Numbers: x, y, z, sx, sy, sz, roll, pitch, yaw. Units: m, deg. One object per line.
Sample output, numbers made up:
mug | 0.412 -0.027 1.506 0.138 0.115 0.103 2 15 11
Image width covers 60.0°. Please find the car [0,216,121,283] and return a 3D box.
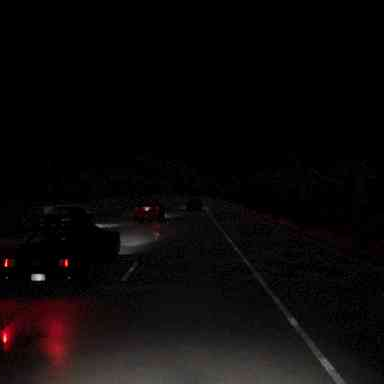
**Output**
car | -3.399 1.595 9.585 1.895 1.301 4.718 0 0 0

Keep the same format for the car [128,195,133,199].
car | -12.825 1.547 77.386 1.895 1.301 4.718 0 0 2

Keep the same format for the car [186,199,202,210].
car | 0.308 1.537 42.851 1.994 1.385 4.181 0 0 1

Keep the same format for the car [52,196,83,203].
car | -14.012 1.483 36.637 1.837 1.490 4.892 0 0 1

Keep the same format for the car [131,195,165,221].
car | -3.394 1.335 27.312 2.097 1.767 4.553 0 0 0

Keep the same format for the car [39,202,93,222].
car | -6.897 1.514 18.656 1.812 1.442 4.674 0 0 0

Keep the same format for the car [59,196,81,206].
car | -20.493 1.492 55.942 1.812 1.442 4.674 0 0 2

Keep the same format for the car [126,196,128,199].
car | -16.009 1.407 88.344 2.033 1.411 5.357 0 0 2

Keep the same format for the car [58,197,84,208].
car | -17.256 1.478 47.788 1.837 1.490 4.892 0 -1 2
